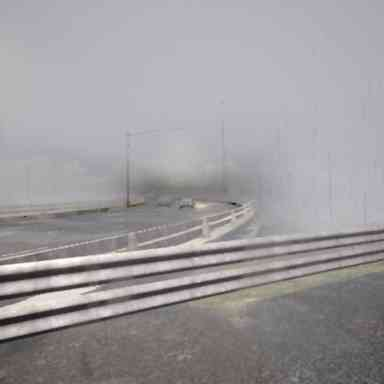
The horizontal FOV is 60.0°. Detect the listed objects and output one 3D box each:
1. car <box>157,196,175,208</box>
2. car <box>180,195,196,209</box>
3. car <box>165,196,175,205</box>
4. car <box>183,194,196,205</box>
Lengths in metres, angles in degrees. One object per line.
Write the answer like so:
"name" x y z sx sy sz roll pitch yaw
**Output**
"car" -3.929 1.474 48.714 2.128 1.511 4.902 0 0 2
"car" -0.570 1.537 44.955 2.033 1.411 5.357 0 0 4
"car" -4.033 1.505 60.464 1.812 1.442 4.674 0 0 -5
"car" -0.521 1.341 59.865 2.097 1.767 4.553 0 0 -3
